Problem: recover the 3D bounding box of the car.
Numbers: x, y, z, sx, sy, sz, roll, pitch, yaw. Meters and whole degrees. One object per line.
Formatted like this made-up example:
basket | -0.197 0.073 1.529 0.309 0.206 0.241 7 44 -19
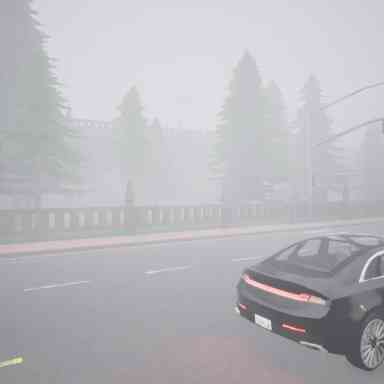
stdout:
car | 2.990 1.492 5.651 4.902 1.511 2.128 0 0 -32
